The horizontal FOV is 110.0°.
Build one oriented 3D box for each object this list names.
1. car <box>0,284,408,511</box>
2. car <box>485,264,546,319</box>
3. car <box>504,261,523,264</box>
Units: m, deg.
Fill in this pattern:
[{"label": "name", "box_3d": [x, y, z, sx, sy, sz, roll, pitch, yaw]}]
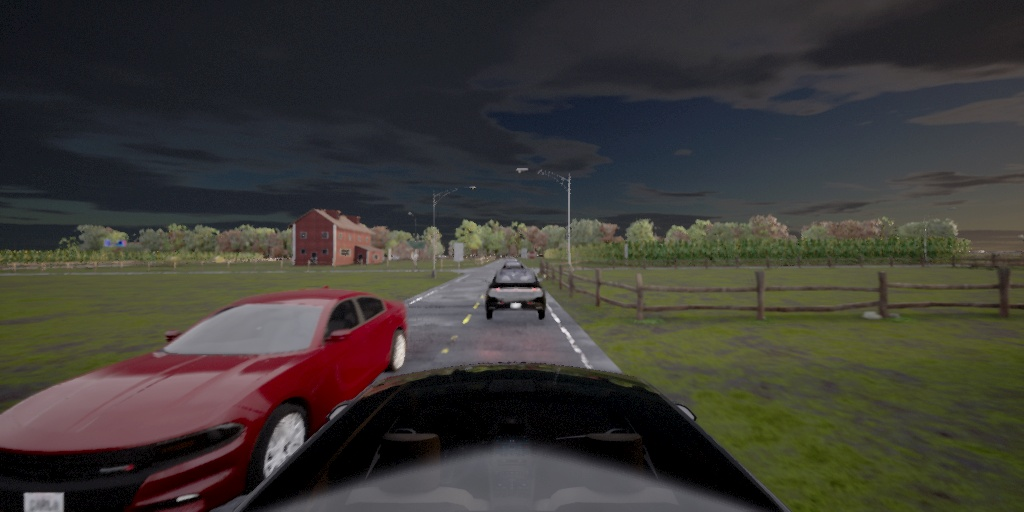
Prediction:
[{"label": "car", "box_3d": [-2.849, 1.211, 4.678, 1.882, 1.535, 5.008, 0, 0, 0]}, {"label": "car", "box_3d": [0.100, 1.177, 12.445, 2.128, 1.511, 4.902, 0, 0, 0]}, {"label": "car", "box_3d": [0.092, 1.095, 27.810, 2.128, 1.511, 4.902, 0, 0, 0]}]
